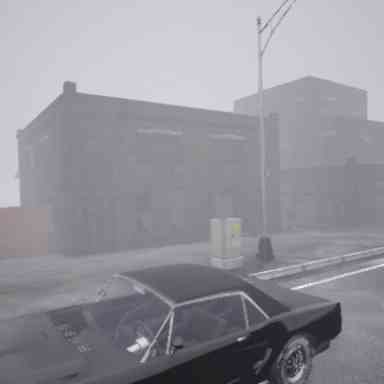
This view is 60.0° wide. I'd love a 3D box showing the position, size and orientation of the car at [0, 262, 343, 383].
[{"bbox_3d":[-0.458,1.603,3.666,4.718,1.301,1.895,0,0,-35],"label":"car"}]
